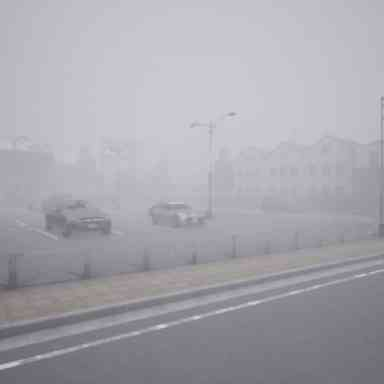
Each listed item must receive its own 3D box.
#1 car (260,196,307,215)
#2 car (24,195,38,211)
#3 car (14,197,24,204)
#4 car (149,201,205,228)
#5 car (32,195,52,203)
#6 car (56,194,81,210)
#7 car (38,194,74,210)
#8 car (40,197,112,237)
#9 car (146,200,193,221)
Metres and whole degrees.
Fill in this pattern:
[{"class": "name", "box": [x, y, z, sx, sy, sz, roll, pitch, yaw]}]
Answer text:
[{"class": "car", "box": [10.381, 1.584, 38.072, 2.150, 2.045, 5.566, 1, 1, -35]}, {"class": "car", "box": [-18.444, 1.488, 39.886, 1.970, 1.475, 3.806, 1, -1, -36]}, {"class": "car", "box": [-34.699, 1.660, 69.307, 4.611, 1.667, 2.242, 1, -1, -36]}, {"class": "car", "box": [-0.901, 1.406, 21.031, 1.970, 1.475, 3.806, 1, -1, -36]}, {"class": "car", "box": [-34.458, 1.553, 76.436, 3.866, 1.878, 1.905, 1, -1, -36]}, {"class": "car", "box": [-15.380, 1.250, 41.323, 1.905, 1.878, 3.866, 1, -1, -36]}, {"class": "car", "box": [-13.482, 1.225, 33.010, 1.932, 1.855, 4.605, 1, -1, -36]}, {"class": "car", "box": [-5.934, 1.238, 17.039, 2.152, 1.636, 5.027, 1, -1, -36]}, {"class": "car", "box": [-2.018, 1.523, 28.895, 2.007, 1.523, 4.514, 1, -1, -36]}]
